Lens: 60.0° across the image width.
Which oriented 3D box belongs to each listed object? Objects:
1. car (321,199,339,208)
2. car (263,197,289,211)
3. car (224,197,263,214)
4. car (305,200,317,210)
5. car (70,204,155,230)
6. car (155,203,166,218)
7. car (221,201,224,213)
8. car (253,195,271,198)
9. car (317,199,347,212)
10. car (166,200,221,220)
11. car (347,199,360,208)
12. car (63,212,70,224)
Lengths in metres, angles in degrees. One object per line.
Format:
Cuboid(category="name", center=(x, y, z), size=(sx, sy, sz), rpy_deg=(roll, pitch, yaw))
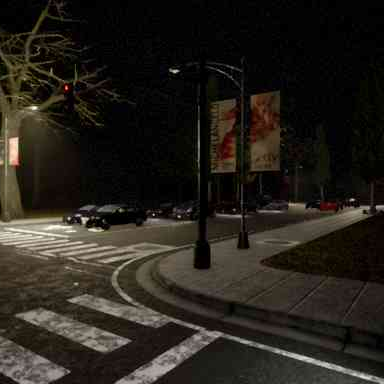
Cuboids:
Cuboid(category="car", center=(23.481, 1.916, 56.354), size=(1.812, 1.442, 4.674), rpy_deg=(0, -1, 35))
Cuboid(category="car", center=(11.823, 1.771, 45.678), size=(1.812, 1.442, 4.674), rpy_deg=(0, 0, 36))
Cuboid(category="car", center=(5.878, 1.679, 37.283), size=(1.837, 1.490, 4.892), rpy_deg=(0, 0, 35))
Cuboid(category="car", center=(17.796, 1.823, 48.247), size=(1.812, 1.442, 4.674), rpy_deg=(0, 0, 35))
Cuboid(category="car", center=(-5.016, 1.566, 21.792), size=(2.128, 1.511, 4.902), rpy_deg=(0, 0, 35))
Cuboid(category="car", center=(-1.903, 1.666, 31.861), size=(2.033, 1.411, 5.357), rpy_deg=(0, 0, 35))
Cuboid(category="car", center=(3.820, 1.775, 40.013), size=(1.895, 1.301, 4.718), rpy_deg=(0, 0, 35))
Cuboid(category="car", center=(9.898, 1.471, 48.582), size=(2.150, 2.045, 5.566), rpy_deg=(0, 0, 38))
Cuboid(category="car", center=(18.239, 1.627, 43.215), size=(2.097, 1.767, 4.553), rpy_deg=(0, 0, 34))
Cuboid(category="car", center=(0.229, 1.472, 29.252), size=(2.097, 1.767, 4.553), rpy_deg=(0, 0, 35))
Cuboid(category="car", center=(26.370, 1.892, 54.801), size=(2.128, 1.511, 4.902), rpy_deg=(0, -1, 35))
Cuboid(category="car", center=(-7.228, 1.636, 24.311), size=(1.994, 1.385, 4.181), rpy_deg=(0, 0, 36))
